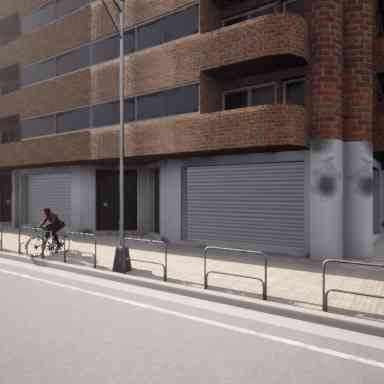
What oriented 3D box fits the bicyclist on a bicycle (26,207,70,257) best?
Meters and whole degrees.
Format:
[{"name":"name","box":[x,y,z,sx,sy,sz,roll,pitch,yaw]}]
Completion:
[{"name":"bicyclist on a bicycle","box":[-4.751,1.339,11.133,0.582,1.620,1.656,0,-4,33]}]
